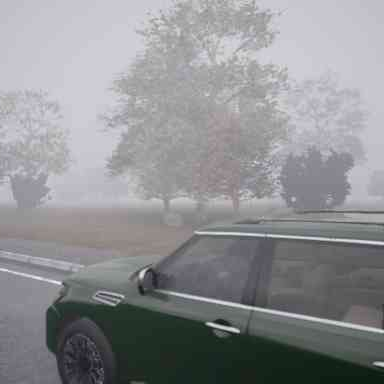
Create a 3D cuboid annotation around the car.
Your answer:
[{"bbox_3d":[0.911,1.213,3.262,5.566,2.045,2.150,0,0,35],"label":"car"}]
